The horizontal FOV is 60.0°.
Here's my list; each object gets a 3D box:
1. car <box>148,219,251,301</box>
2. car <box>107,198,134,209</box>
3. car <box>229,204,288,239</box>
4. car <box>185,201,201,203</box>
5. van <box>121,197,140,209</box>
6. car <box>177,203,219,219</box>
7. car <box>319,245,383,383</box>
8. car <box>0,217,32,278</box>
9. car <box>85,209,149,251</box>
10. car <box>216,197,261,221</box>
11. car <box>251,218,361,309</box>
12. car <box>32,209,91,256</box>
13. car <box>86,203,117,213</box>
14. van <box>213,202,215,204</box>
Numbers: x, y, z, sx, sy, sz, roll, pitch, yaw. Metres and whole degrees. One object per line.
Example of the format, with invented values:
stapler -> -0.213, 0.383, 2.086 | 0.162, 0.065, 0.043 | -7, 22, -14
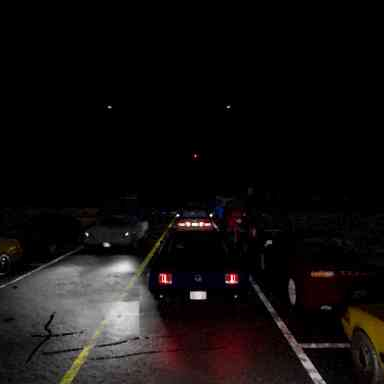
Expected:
car -> 0.117, 1.601, 8.294 | 1.895, 1.301, 4.718 | 0, 0, 0
car -> -5.717, 1.443, 24.034 | 1.967, 1.590, 4.097 | 0, 0, 0
car -> 2.786, 1.441, 13.141 | 1.967, 1.590, 4.097 | 0, 0, 0
car -> 0.053, 1.482, 27.712 | 1.882, 1.535, 5.008 | 0, 0, 0
van -> -5.706, 1.346, 29.472 | 1.690, 1.788, 3.998 | 0, 0, 0
car -> 0.133, 1.549, 17.885 | 2.033, 1.411, 5.357 | 0, 0, 0
car -> 2.765, 1.525, 2.436 | 1.752, 1.417, 4.829 | 0, 0, 0
car -> -5.750, 1.525, 7.552 | 1.752, 1.417, 4.829 | 0, 0, 0
car -> -3.061, 1.602, 14.145 | 1.895, 1.301, 4.718 | 0, 0, 0
car -> 2.797, 1.317, 18.579 | 2.192, 1.841, 5.009 | 0, 0, 0
car -> 2.775, 1.545, 7.704 | 1.887, 1.381, 4.507 | 0, 0, 0
car -> -5.739, 1.567, 13.159 | 1.947, 1.339, 4.313 | 0, 0, 0
car -> -5.728, 1.527, 18.427 | 1.752, 1.417, 4.829 | 0, 0, 0
van -> 2.820, 1.346, 29.454 | 1.690, 1.788, 3.998 | 0, 0, 0
